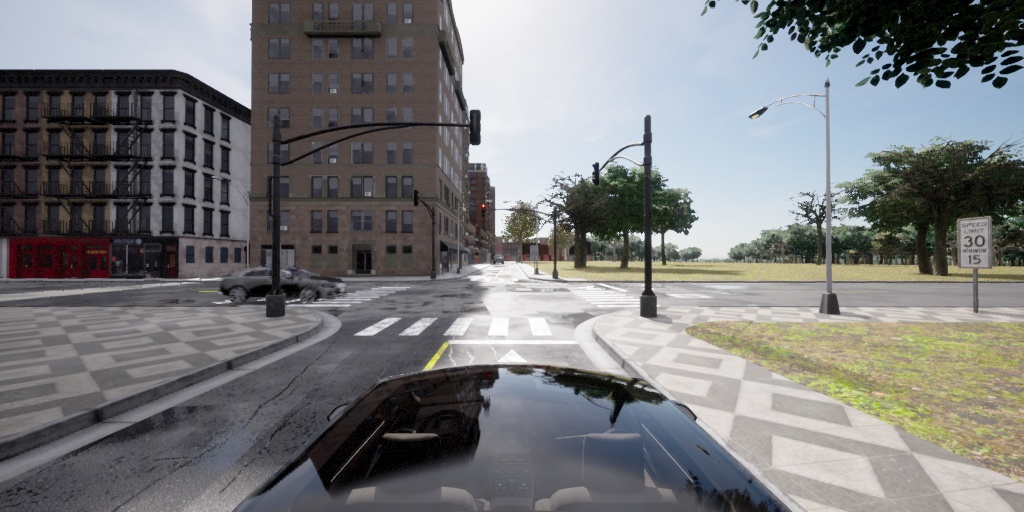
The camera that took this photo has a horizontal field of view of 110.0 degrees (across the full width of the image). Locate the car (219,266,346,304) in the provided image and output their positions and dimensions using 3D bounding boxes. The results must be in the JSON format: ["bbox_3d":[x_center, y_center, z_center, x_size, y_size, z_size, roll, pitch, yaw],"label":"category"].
[{"bbox_3d":[-9.758,1.199,15.458,4.902,1.511,2.128,0,-1,0],"label":"car"}]
